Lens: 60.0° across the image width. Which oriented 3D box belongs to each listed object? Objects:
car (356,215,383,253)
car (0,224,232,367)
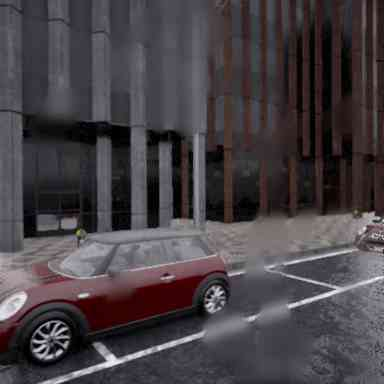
[{"bbox_3d":[7.846,1.384,12.266,4.097,1.590,1.967,0,0,-36],"label":"car"},{"bbox_3d":[-1.325,1.431,5.709,4.097,1.590,1.967,0,0,-36],"label":"car"}]
